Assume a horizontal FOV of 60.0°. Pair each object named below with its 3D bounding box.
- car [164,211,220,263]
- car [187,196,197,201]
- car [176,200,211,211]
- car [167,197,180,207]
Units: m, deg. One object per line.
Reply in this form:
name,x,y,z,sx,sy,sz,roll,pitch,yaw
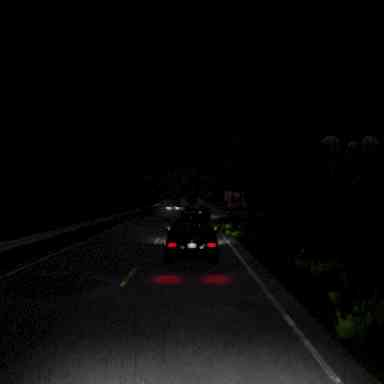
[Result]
car,0.005,1.680,12.497,2.033,1.411,5.357,0,-1,0
car,-0.015,1.833,75.476,2.150,2.045,5.566,0,-1,0
car,0.463,1.778,28.366,2.128,1.511,4.902,0,0,12
car,-3.533,1.896,64.390,2.150,2.045,5.566,0,-1,1
